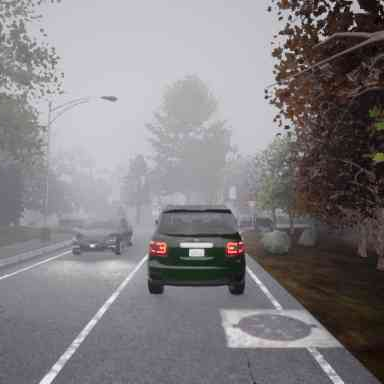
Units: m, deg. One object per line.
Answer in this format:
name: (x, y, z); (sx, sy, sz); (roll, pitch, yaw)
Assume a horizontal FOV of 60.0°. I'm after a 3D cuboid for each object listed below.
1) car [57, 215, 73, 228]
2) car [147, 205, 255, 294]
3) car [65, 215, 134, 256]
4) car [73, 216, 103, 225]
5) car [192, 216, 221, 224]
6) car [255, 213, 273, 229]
car: (-13.743, 3.412, 38.140); (4.892, 1.490, 1.837); (-4, -5, 44)
car: (0.114, 1.362, 9.233); (2.150, 2.045, 5.566); (0, -2, 0)
car: (-3.724, 1.831, 14.657); (1.837, 1.490, 4.892); (0, -2, -2)
car: (-18.013, 4.872, 57.797); (1.882, 1.535, 5.008); (-3, -5, 28)
car: (2.920, 5.548, 66.061); (5.357, 1.411, 2.033); (-1, -4, 21)
car: (7.453, 3.218, 37.593); (2.097, 1.767, 4.553); (-4, -6, 40)
